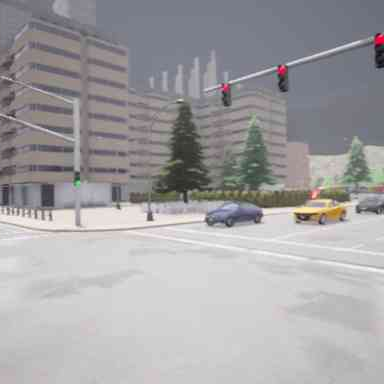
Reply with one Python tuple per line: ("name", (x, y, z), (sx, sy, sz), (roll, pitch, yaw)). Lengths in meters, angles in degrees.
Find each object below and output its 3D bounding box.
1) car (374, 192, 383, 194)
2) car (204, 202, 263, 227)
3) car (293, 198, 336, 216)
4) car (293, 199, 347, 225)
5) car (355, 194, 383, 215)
("car", (26.492, 0.993, 44.165), (5.357, 1.411, 2.033), (-1, 0, -43))
("car", (2.820, 1.390, 21.643), (4.674, 1.442, 1.812), (-1, 0, -44))
("car", (10.844, 1.287, 29.336), (4.181, 1.385, 1.994), (-1, 0, -44))
("car", (8.681, 1.259, 22.426), (5.008, 1.535, 1.882), (-1, 0, -44))
("car", (16.140, 1.154, 29.538), (4.892, 1.490, 1.837), (-1, 0, -44))
